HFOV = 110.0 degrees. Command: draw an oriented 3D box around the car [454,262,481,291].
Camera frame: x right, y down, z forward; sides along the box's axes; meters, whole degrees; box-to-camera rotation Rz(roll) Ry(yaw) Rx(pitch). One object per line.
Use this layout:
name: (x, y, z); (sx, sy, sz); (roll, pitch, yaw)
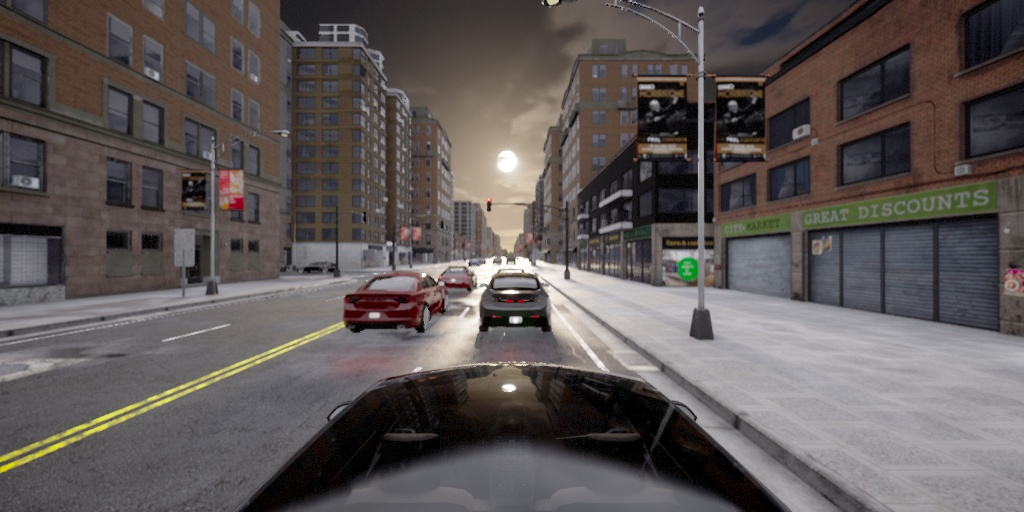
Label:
car: (-3.199, 1.277, 21.397); (1.994, 1.385, 4.181); (0, 0, -1)

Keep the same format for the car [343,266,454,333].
car: (-3.174, 1.210, 10.735); (1.882, 1.535, 5.008); (0, 0, 0)

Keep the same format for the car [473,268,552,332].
car: (0.077, 1.236, 10.717); (1.837, 1.490, 4.892); (0, 0, 0)

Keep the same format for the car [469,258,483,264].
car: (-6.713, 1.178, 63.666); (1.812, 1.442, 4.674); (0, 0, 0)

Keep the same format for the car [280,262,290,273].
car: (-27.916, 1.253, 41.138); (4.403, 1.370, 2.007); (0, 0, 0)

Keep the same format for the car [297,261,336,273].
car: (-22.254, 1.268, 41.127); (4.313, 1.339, 1.948); (0, 0, 0)
